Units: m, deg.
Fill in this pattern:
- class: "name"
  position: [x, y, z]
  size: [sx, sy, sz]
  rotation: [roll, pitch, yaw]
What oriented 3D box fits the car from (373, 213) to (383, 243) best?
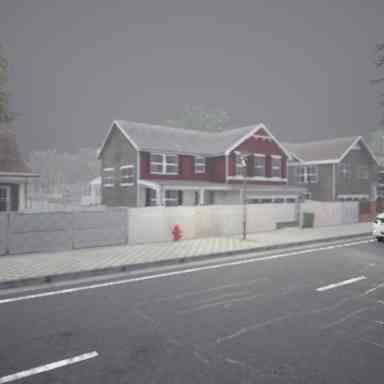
- class: "car"
  position: [10.571, 1.274, 15.289]
  size: [5.566, 2.045, 2.150]
  rotation: [0, 0, -36]
